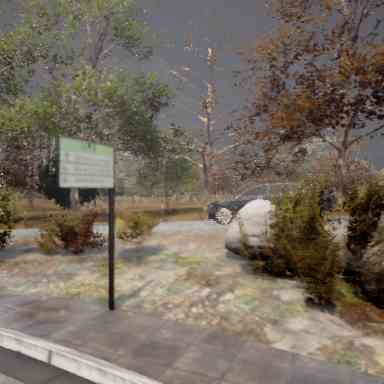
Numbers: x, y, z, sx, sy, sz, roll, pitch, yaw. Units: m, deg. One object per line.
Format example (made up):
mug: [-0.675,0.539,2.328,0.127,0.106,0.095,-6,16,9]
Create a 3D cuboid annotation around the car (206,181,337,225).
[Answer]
car: [2.876,0.407,12.699,4.892,1.490,1.837,-5,-2,25]
